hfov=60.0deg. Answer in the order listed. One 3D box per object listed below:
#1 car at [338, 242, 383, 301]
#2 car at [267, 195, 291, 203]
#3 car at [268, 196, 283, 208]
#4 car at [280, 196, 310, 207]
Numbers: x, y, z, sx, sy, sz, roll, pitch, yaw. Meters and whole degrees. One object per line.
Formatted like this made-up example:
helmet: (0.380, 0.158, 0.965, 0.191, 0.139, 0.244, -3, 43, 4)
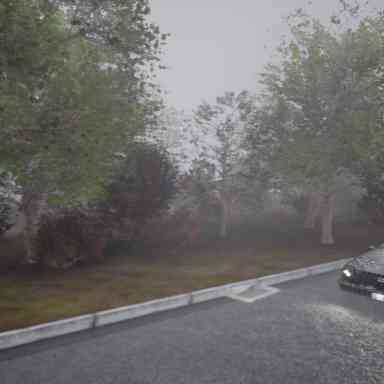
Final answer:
car: (5.636, 1.553, 7.706, 5.357, 1.411, 2.033, 0, 0, -36)
car: (22.761, 1.861, 87.224, 2.435, 2.045, 5.566, -1, 0, -36)
car: (14.922, 2.009, 65.468, 2.435, 2.045, 5.566, -1, 0, -36)
car: (21.695, 1.945, 70.311, 2.435, 2.045, 5.566, -1, 0, -36)
